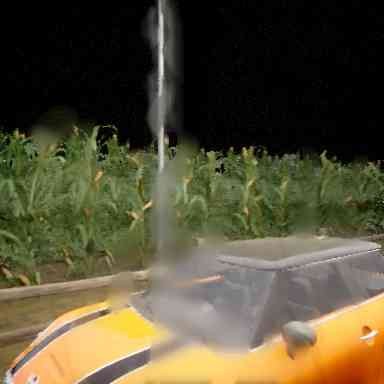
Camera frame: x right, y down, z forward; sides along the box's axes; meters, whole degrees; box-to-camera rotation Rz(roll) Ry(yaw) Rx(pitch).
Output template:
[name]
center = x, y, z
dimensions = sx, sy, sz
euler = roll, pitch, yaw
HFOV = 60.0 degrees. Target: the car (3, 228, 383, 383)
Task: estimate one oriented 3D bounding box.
[car]
center = 0.571, 1.354, 3.480
dimensions = 4.553, 1.767, 2.097
euler = 0, 0, -36
